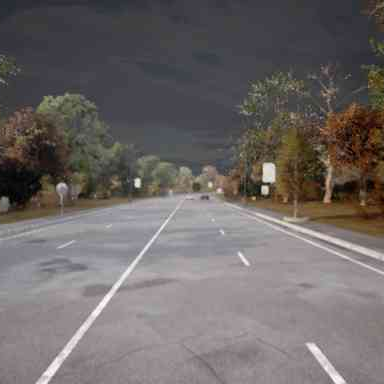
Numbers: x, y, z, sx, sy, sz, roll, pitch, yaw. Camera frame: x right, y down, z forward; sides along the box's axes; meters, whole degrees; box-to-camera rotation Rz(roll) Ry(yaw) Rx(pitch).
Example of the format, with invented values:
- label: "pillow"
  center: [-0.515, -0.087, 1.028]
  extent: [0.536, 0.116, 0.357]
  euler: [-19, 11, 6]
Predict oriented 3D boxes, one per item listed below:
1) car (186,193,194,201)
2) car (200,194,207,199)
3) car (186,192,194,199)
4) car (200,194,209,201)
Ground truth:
- label: "car"
  center: [-0.410, 1.363, 79.278]
  extent: [1.895, 1.301, 4.718]
  euler: [0, 0, 0]
- label: "car"
  center: [3.038, 1.234, 89.300]
  extent: [1.895, 1.301, 4.718]
  euler: [0, 0, 0]
- label: "car"
  center: [-0.462, 1.013, 89.224]
  extent: [2.097, 1.767, 4.553]
  euler: [0, 0, 0]
- label: "car"
  center: [3.093, 1.259, 78.858]
  extent: [1.837, 1.490, 4.892]
  euler: [0, 0, 0]
